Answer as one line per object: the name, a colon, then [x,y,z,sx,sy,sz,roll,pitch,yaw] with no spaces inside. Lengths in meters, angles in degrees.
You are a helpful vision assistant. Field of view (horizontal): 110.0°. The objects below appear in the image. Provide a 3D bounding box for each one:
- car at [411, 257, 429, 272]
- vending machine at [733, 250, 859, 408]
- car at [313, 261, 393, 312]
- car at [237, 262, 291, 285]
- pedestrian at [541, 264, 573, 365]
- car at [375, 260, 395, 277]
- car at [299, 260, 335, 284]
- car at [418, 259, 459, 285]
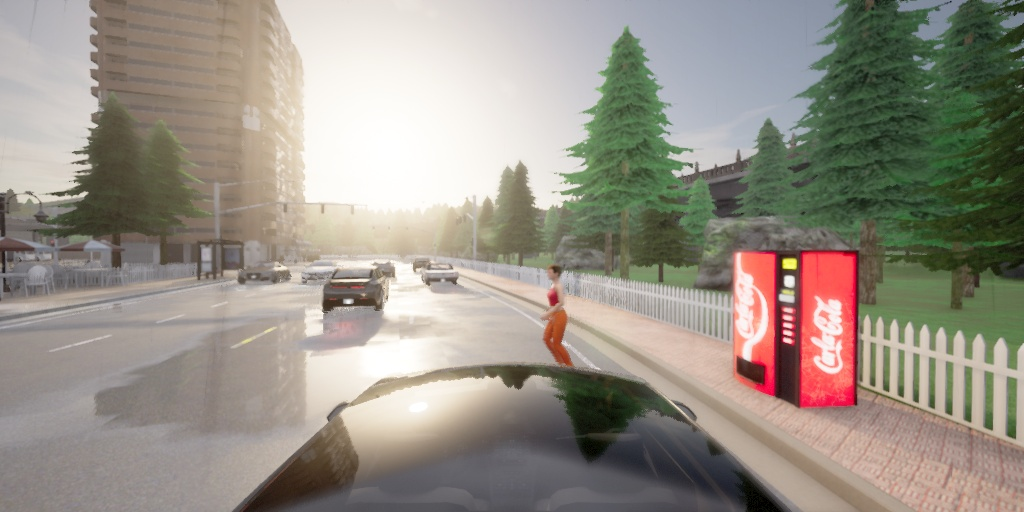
car: [-9.586,0.824,38.088,1.837,1.490,4.892,0,1,-17]
vending machine: [3.738,0.906,4.847,1.100,2.100,0.880,0,0,-6]
car: [-5.741,1.117,13.530,1.837,1.490,4.892,0,1,-15]
car: [-16.155,1.059,23.557,1.994,1.385,4.181,0,1,-17]
pedestrian: [0.732,0.994,5.848,0.375,1.860,0.375,0,1,-7]
car: [-10.515,0.990,29.022,1.994,1.385,4.181,0,1,-19]
car: [-12.655,1.012,24.081,1.812,1.442,4.674,0,1,-17]
car: [-4.748,1.096,23.045,1.895,1.301,4.718,0,1,-19]
